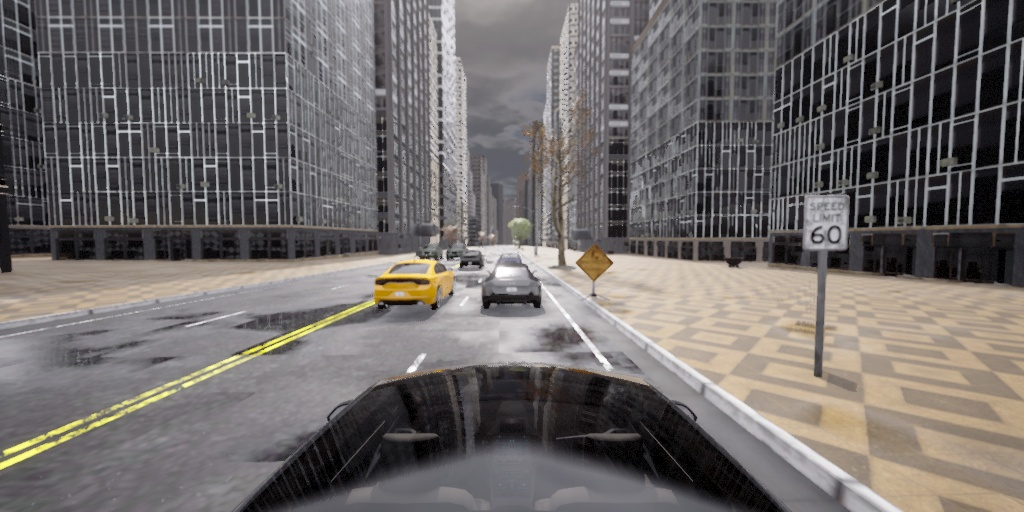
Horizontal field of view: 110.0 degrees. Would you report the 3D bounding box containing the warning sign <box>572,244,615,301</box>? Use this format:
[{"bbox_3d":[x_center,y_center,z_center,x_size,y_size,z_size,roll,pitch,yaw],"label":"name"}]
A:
[{"bbox_3d":[2.775,0.503,12.233,1.300,1.860,1.060,0,0,-1],"label":"warning sign"}]

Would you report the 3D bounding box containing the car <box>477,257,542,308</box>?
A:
[{"bbox_3d":[-0.010,0.931,12.997,1.994,1.385,4.181,0,2,0],"label":"car"}]

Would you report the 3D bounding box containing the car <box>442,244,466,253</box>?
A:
[{"bbox_3d":[-6.970,-0.501,45.683,2.150,2.045,5.566,0,2,0],"label":"car"}]

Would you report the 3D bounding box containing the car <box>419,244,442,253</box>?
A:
[{"bbox_3d":[-10.218,-0.490,45.539,2.150,2.045,5.566,0,2,0],"label":"car"}]

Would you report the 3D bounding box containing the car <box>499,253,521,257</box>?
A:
[{"bbox_3d":[-0.152,0.401,29.805,1.895,1.301,4.718,0,2,0],"label":"car"}]

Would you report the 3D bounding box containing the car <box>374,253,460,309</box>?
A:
[{"bbox_3d":[-3.259,0.858,12.840,1.882,1.535,5.008,0,2,0],"label":"car"}]

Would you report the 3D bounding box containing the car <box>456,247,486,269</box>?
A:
[{"bbox_3d":[-3.414,0.257,31.425,1.837,1.490,4.892,0,2,0],"label":"car"}]
